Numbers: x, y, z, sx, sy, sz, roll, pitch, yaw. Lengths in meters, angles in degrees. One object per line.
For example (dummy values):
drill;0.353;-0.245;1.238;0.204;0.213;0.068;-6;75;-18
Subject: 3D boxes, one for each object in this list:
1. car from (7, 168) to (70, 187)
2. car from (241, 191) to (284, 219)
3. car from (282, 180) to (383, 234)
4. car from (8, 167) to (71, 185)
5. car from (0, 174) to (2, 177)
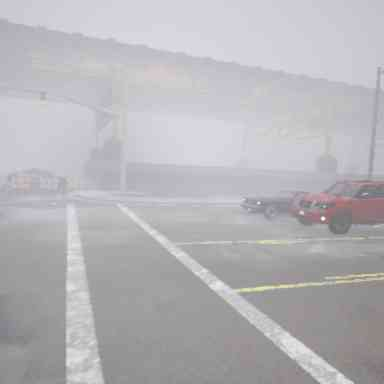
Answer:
car;-12.883;-1.247;28.281;4.974;1.542;2.038;3;4;9
car;4.904;0.589;16.903;4.718;1.301;1.895;1;4;-19
car;6.924;0.524;13.877;5.566;2.045;2.150;1;4;-19
car;-12.927;-1.407;28.278;4.536;1.218;1.853;3;4;9
car;-17.699;-1.305;25.784;2.038;1.542;4.974;6;5;34
